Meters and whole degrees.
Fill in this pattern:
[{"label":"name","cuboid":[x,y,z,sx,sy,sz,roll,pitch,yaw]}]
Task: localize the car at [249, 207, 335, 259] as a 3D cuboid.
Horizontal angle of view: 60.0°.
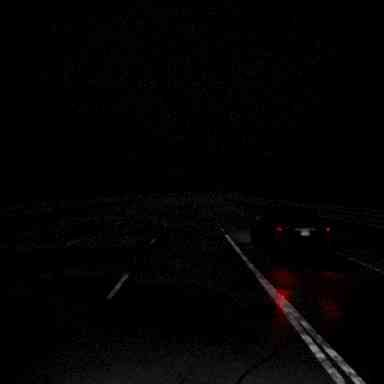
[{"label":"car","cuboid":[3.562,1.325,12.663,2.097,1.767,4.553,0,0,-1]}]
